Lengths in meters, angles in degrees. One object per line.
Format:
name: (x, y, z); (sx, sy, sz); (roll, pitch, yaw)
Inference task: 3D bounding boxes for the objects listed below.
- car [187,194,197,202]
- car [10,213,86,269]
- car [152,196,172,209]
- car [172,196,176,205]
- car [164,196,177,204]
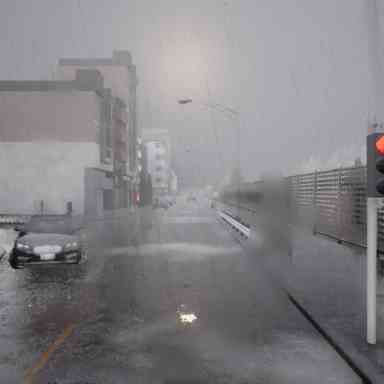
car: (-0.038, 1.355, 76.616); (2.097, 1.767, 4.553); (0, 0, 0)
car: (-4.781, 1.491, 11.364); (2.128, 1.511, 4.902); (1, 0, -20)
car: (-4.116, 1.505, 44.346); (1.837, 1.490, 4.892); (0, 0, 0)
car: (-4.113, 1.477, 54.579); (1.882, 1.535, 5.008); (0, 0, 0)
car: (-4.077, 1.491, 64.827); (2.128, 1.511, 4.902); (0, 0, 0)
